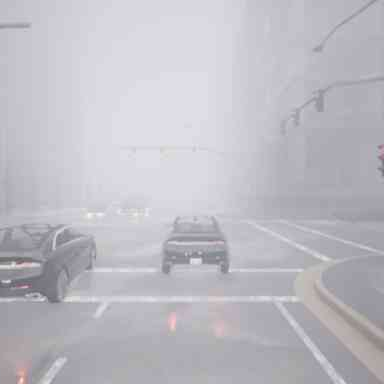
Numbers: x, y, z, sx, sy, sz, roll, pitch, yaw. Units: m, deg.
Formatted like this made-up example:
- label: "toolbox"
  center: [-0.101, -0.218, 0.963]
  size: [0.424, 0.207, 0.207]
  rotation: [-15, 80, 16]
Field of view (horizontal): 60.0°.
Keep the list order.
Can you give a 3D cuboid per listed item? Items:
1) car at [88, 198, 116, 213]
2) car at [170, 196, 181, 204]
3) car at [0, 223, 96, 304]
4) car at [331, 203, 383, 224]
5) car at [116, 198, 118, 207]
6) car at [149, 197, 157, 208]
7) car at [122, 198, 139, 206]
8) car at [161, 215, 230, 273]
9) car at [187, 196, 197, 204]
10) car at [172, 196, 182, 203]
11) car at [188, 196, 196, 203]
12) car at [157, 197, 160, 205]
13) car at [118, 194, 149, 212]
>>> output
- label: "car"
  center: [-10.580, 1.653, 38.562]
  size: [1.994, 1.385, 4.181]
  rotation: [0, 0, 0]
- label: "car"
  center: [-3.470, 1.658, 67.238]
  size: [1.837, 1.490, 4.892]
  rotation: [0, 0, 0]
- label: "car"
  center: [-3.648, 1.503, 8.100]
  size: [2.128, 1.511, 4.902]
  rotation: [0, 0, -5]
- label: "car"
  center: [13.224, 1.548, 24.541]
  size: [5.357, 1.411, 2.033]
  rotation: [0, 0, 0]
- label: "car"
  center: [-10.565, 1.634, 47.206]
  size: [1.812, 1.442, 4.674]
  rotation: [0, 0, 0]
- label: "car"
  center: [-7.051, 1.609, 51.119]
  size: [2.128, 1.511, 4.902]
  rotation: [0, 0, 0]
- label: "car"
  center: [-10.506, 1.732, 57.062]
  size: [1.895, 1.301, 4.718]
  rotation: [0, 0, 1]
- label: "car"
  center: [0.100, 1.496, 10.706]
  size: [2.128, 1.511, 4.902]
  rotation: [0, 0, 0]
- label: "car"
  center: [0.030, 1.756, 67.894]
  size: [1.895, 1.301, 4.718]
  rotation: [0, 0, 0]
- label: "car"
  center: [-3.466, 1.700, 76.941]
  size: [2.033, 1.411, 5.357]
  rotation: [0, 0, 0]
- label: "car"
  center: [0.034, 1.638, 76.939]
  size: [1.882, 1.535, 5.008]
  rotation: [0, 0, 0]
- label: "car"
  center: [-6.973, 1.689, 61.683]
  size: [2.033, 1.411, 5.357]
  rotation: [0, 0, 0]
- label: "car"
  center: [-7.069, 1.316, 40.905]
  size: [2.150, 2.045, 5.566]
  rotation: [0, 0, 1]
